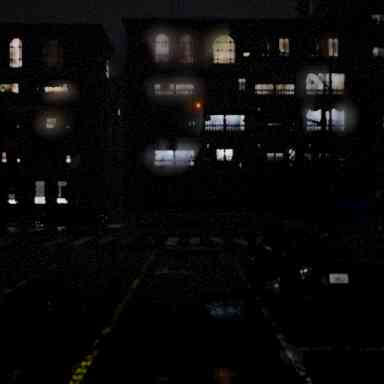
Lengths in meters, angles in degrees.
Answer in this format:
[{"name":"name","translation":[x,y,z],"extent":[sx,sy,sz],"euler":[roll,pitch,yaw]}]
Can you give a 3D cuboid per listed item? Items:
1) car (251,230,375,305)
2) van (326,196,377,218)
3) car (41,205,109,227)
[{"name":"car","translation":[2.565,1.542,7.886],"extent":[1.947,1.339,4.313],"euler":[1,0,0]},{"name":"van","translation":[13.049,1.211,27.473],"extent":[3.998,1.788,1.690],"euler":[0,0,0]},{"name":"car","translation":[-7.659,1.540,22.027],"extent":[4.181,1.385,1.994],"euler":[0,0,0]}]
